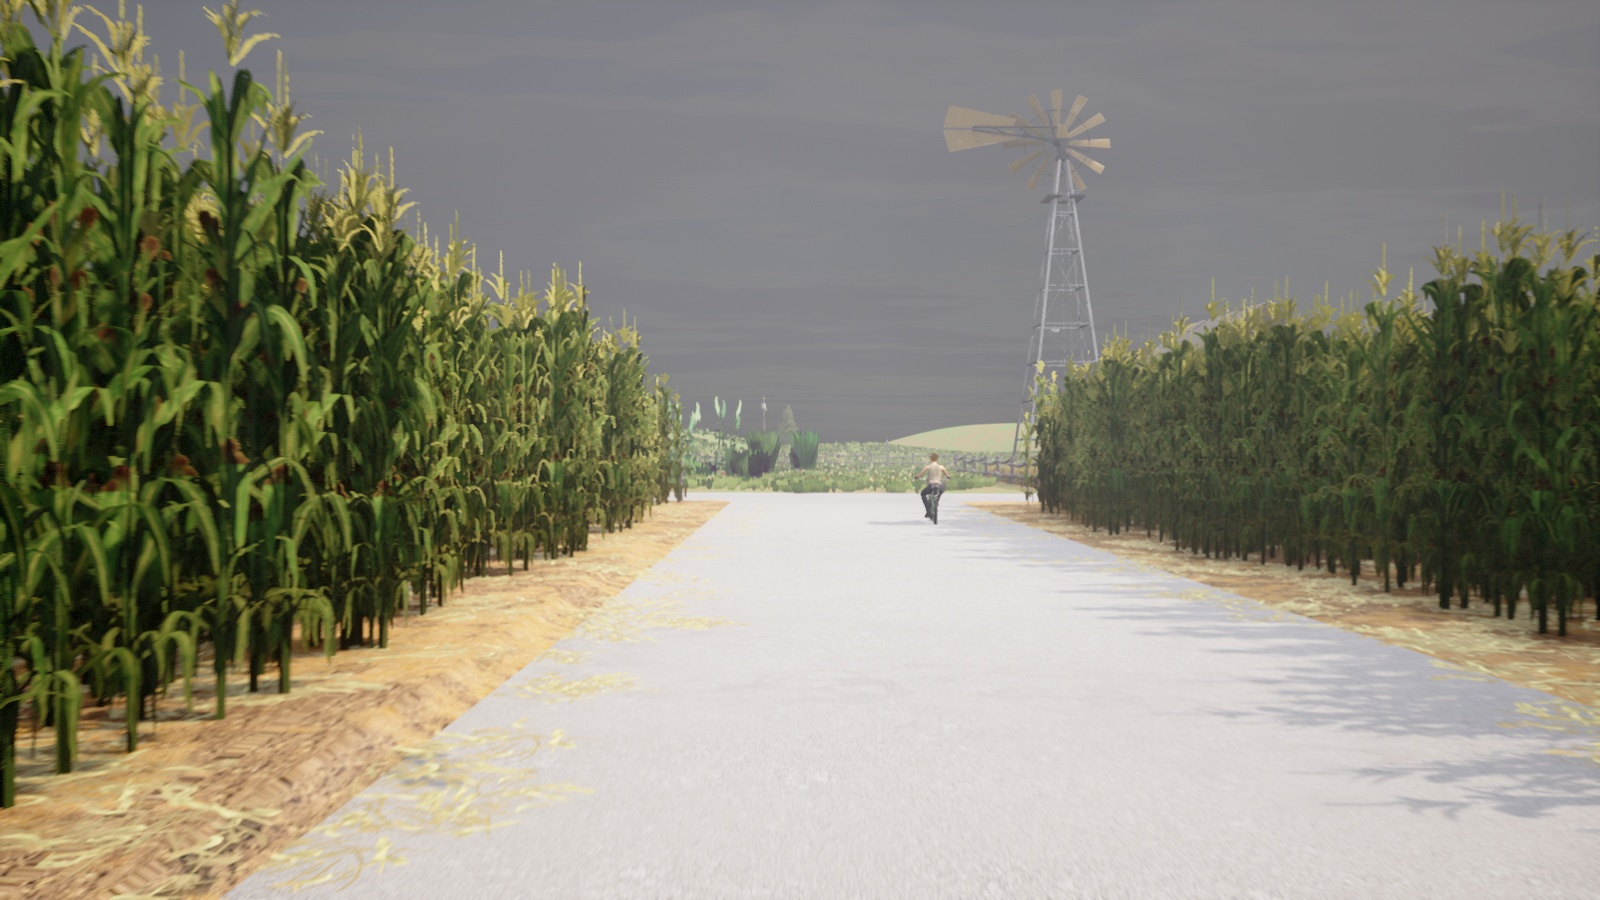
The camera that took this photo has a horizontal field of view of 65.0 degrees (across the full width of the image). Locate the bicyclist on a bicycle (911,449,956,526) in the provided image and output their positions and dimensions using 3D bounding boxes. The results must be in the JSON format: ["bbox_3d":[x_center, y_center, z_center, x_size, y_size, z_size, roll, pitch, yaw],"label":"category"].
[{"bbox_3d":[3.034,0.833,28.645,0.866,1.612,1.509,0,4,0],"label":"bicyclist on a bicycle"}]
